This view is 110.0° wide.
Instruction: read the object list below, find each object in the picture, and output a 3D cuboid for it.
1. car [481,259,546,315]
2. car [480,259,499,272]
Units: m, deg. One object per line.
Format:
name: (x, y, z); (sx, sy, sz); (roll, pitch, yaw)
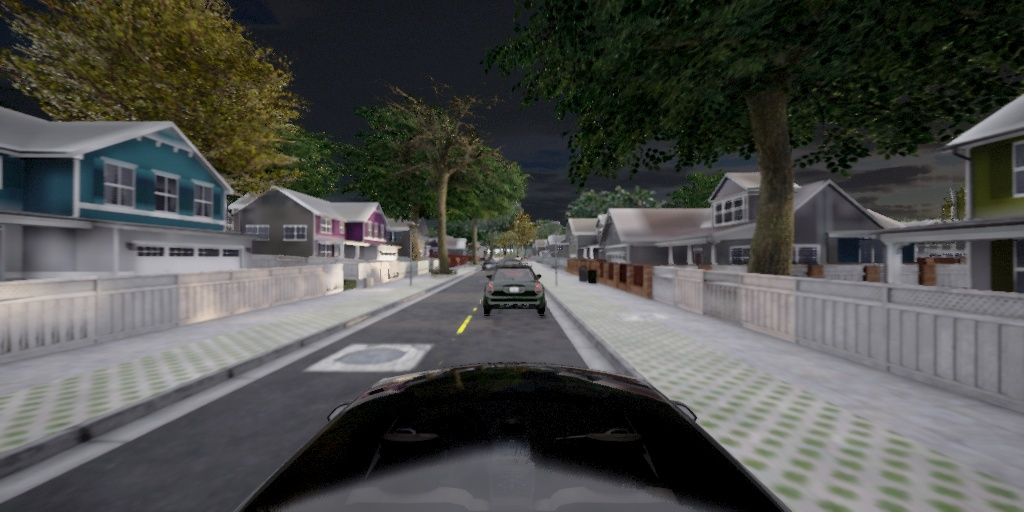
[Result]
car: (0.081, 1.096, 13.679); (2.097, 1.767, 4.553); (0, 0, 0)
car: (-2.839, 1.127, 46.082); (2.128, 1.511, 4.902); (0, 0, 0)
